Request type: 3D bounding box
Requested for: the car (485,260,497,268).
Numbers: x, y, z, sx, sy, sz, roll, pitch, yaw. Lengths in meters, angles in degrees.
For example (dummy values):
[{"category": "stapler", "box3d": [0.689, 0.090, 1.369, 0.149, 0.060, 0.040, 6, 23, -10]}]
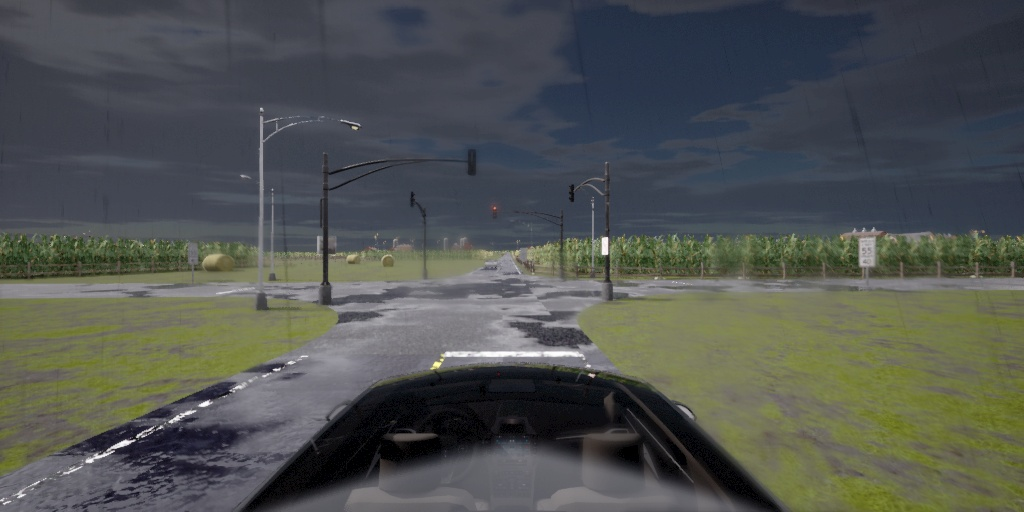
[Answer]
[{"category": "car", "box3d": [-3.395, 1.297, 57.915, 1.895, 1.301, 4.718, 0, 0, -1]}]
